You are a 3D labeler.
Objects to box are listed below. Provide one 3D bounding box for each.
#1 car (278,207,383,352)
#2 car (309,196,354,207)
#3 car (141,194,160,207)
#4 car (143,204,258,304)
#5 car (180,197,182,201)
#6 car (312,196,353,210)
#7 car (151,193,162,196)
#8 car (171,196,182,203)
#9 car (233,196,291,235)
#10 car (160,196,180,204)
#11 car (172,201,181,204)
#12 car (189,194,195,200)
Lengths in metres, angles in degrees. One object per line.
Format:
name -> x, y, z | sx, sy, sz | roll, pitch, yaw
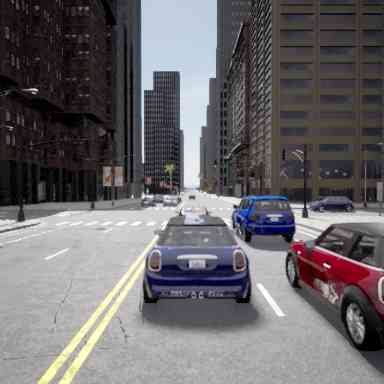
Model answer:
car -> 3.345, 1.349, 6.334 | 2.097, 1.767, 4.553 | 0, 0, 0
car -> 15.353, 1.278, 36.877 | 4.553, 1.767, 2.097 | 0, 1, -1
car -> -6.594, 1.457, 50.884 | 2.128, 1.511, 4.902 | 0, 0, 0
car -> 0.096, 1.347, 8.268 | 2.097, 1.767, 4.553 | 0, 0, 0
car -> -3.318, 1.526, 60.912 | 1.994, 1.385, 4.181 | 0, 0, 1
car -> 16.679, 1.324, 39.577 | 4.097, 1.590, 1.967 | 0, 1, 0
car -> -6.554, 1.312, 63.234 | 2.097, 1.767, 4.553 | 0, 0, 0
car -> -3.250, 1.511, 70.761 | 1.994, 1.385, 4.181 | 0, 0, 0
car -> 3.348, 1.212, 16.433 | 2.150, 2.045, 5.566 | 0, 0, -1
car -> -3.345, 1.566, 51.532 | 1.895, 1.301, 4.718 | 0, 0, 3
car -> 0.095, 1.480, 18.495 | 2.128, 1.511, 4.902 | 0, 0, 0
car -> 0.000, 1.458, 92.237 | 1.837, 1.490, 4.892 | 0, 0, 0
